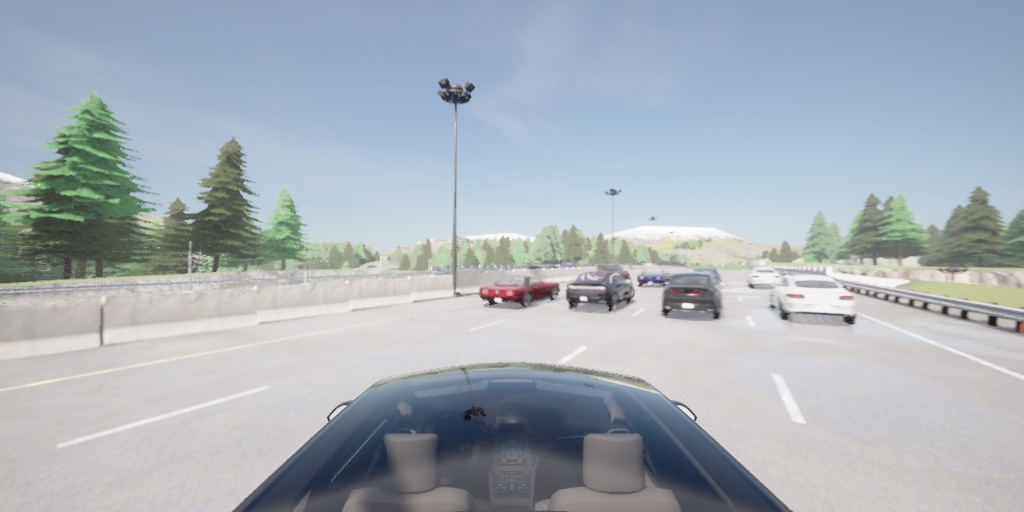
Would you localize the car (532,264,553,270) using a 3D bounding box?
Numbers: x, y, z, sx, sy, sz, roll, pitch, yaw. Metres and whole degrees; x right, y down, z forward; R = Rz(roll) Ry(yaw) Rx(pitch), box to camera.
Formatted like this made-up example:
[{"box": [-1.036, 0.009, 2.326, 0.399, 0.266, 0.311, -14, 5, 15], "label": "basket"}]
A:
[{"box": [6.027, 2.083, 60.967, 2.033, 1.411, 5.357, -1, -1, 31], "label": "car"}]

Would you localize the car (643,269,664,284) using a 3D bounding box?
[{"box": [11.131, 1.651, 27.871, 1.895, 1.301, 4.718, -1, -1, 31], "label": "car"}]

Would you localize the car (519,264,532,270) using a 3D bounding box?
[{"box": [2.990, 2.066, 62.710, 2.128, 1.511, 4.902, -1, -1, 31], "label": "car"}]

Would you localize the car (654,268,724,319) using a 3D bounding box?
[{"box": [6.924, 1.385, 13.691, 1.837, 1.490, 4.892, -1, -1, 31], "label": "car"}]

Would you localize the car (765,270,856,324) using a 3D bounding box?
[{"box": [10.297, 1.373, 12.520, 1.812, 1.442, 4.674, -1, -1, 31], "label": "car"}]

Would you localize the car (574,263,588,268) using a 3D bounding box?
[{"box": [12.062, 1.937, 57.461, 1.882, 1.535, 5.008, -1, -1, 31], "label": "car"}]

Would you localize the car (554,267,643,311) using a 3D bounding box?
[{"box": [3.907, 1.410, 15.467, 2.128, 1.511, 4.902, -1, -1, 31], "label": "car"}]

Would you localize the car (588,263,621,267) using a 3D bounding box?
[{"box": [8.393, 1.445, 30.115, 2.097, 1.767, 4.553, -1, -1, 31], "label": "car"}]

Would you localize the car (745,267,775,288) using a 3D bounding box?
[{"box": [17.831, 1.511, 25.442, 1.812, 1.442, 4.674, -1, -1, 31], "label": "car"}]

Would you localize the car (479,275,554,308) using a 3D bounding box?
[{"box": [0.556, 1.551, 16.677, 1.895, 1.301, 4.718, -1, -1, 31], "label": "car"}]

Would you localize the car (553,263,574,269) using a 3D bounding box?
[{"box": [9.034, 1.975, 59.207, 1.882, 1.535, 5.008, -1, -1, 31], "label": "car"}]
